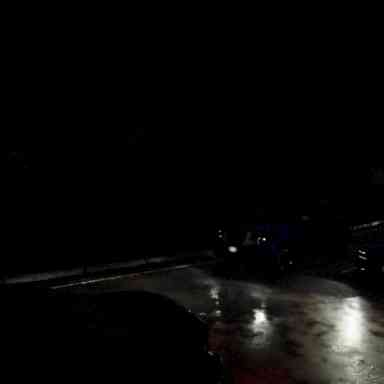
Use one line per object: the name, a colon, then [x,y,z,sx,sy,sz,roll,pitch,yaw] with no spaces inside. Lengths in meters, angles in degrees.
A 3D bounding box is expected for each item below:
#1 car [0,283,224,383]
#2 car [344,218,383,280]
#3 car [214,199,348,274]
car: [-2.247,1.565,2.475,5.357,1.411,2.033,0,0,-36]
car: [6.376,1.516,9.246,5.008,1.535,1.882,0,-1,-41]
car: [3.256,1.277,11.172,5.566,2.045,2.150,0,-1,-40]
